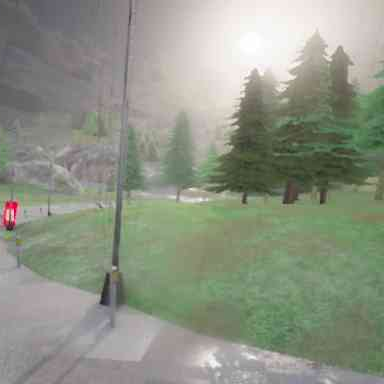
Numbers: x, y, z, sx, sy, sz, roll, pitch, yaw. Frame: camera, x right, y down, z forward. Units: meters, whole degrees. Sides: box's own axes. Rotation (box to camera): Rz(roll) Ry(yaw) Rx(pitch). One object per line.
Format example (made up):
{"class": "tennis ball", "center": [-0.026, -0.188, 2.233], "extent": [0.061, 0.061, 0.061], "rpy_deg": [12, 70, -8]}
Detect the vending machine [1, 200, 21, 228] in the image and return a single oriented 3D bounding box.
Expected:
{"class": "vending machine", "center": [-14.845, 1.769, 27.273], "extent": [1.100, 2.100, 0.880], "rpy_deg": [8, 1, -20]}
